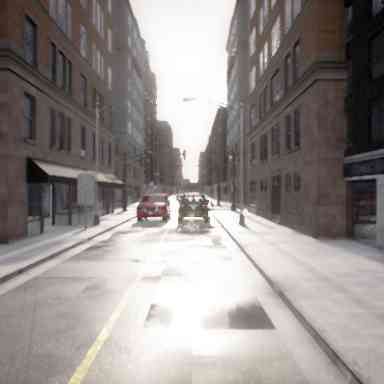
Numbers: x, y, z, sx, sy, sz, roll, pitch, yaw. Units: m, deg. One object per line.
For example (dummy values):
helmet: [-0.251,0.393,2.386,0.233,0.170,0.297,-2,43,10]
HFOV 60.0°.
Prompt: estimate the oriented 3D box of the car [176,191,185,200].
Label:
car: [-2.745,0.830,82.053,2.150,2.045,5.566,0,0,0]

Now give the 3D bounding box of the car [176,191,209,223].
car: [0.103,1.117,24.518,2.150,2.045,5.566,0,0,0]

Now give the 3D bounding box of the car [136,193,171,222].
car: [-2.798,1.115,25.373,2.150,2.045,5.566,0,0,0]
